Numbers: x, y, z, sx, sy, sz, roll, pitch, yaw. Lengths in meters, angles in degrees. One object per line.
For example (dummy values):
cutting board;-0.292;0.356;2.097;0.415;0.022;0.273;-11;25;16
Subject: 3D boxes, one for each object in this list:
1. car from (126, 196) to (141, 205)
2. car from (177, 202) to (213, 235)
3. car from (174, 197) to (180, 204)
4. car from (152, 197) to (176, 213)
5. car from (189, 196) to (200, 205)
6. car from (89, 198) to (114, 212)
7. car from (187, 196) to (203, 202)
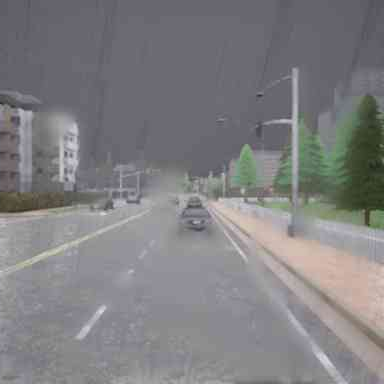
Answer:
car;-10.180;1.428;58.041;1.882;1.535;5.008;0;0;1
car;0.198;1.536;18.700;2.033;1.411;5.357;0;0;0
car;-3.078;1.509;55.700;2.033;1.411;5.357;0;0;0
car;-3.201;1.574;36.945;1.895;1.301;4.718;0;0;0
car;0.442;1.468;58.928;1.837;1.490;4.892;0;0;0
car;-10.380;1.454;38.591;2.128;1.511;4.902;0;0;1
car;0.333;1.468;41.349;2.128;1.511;4.902;0;0;0
